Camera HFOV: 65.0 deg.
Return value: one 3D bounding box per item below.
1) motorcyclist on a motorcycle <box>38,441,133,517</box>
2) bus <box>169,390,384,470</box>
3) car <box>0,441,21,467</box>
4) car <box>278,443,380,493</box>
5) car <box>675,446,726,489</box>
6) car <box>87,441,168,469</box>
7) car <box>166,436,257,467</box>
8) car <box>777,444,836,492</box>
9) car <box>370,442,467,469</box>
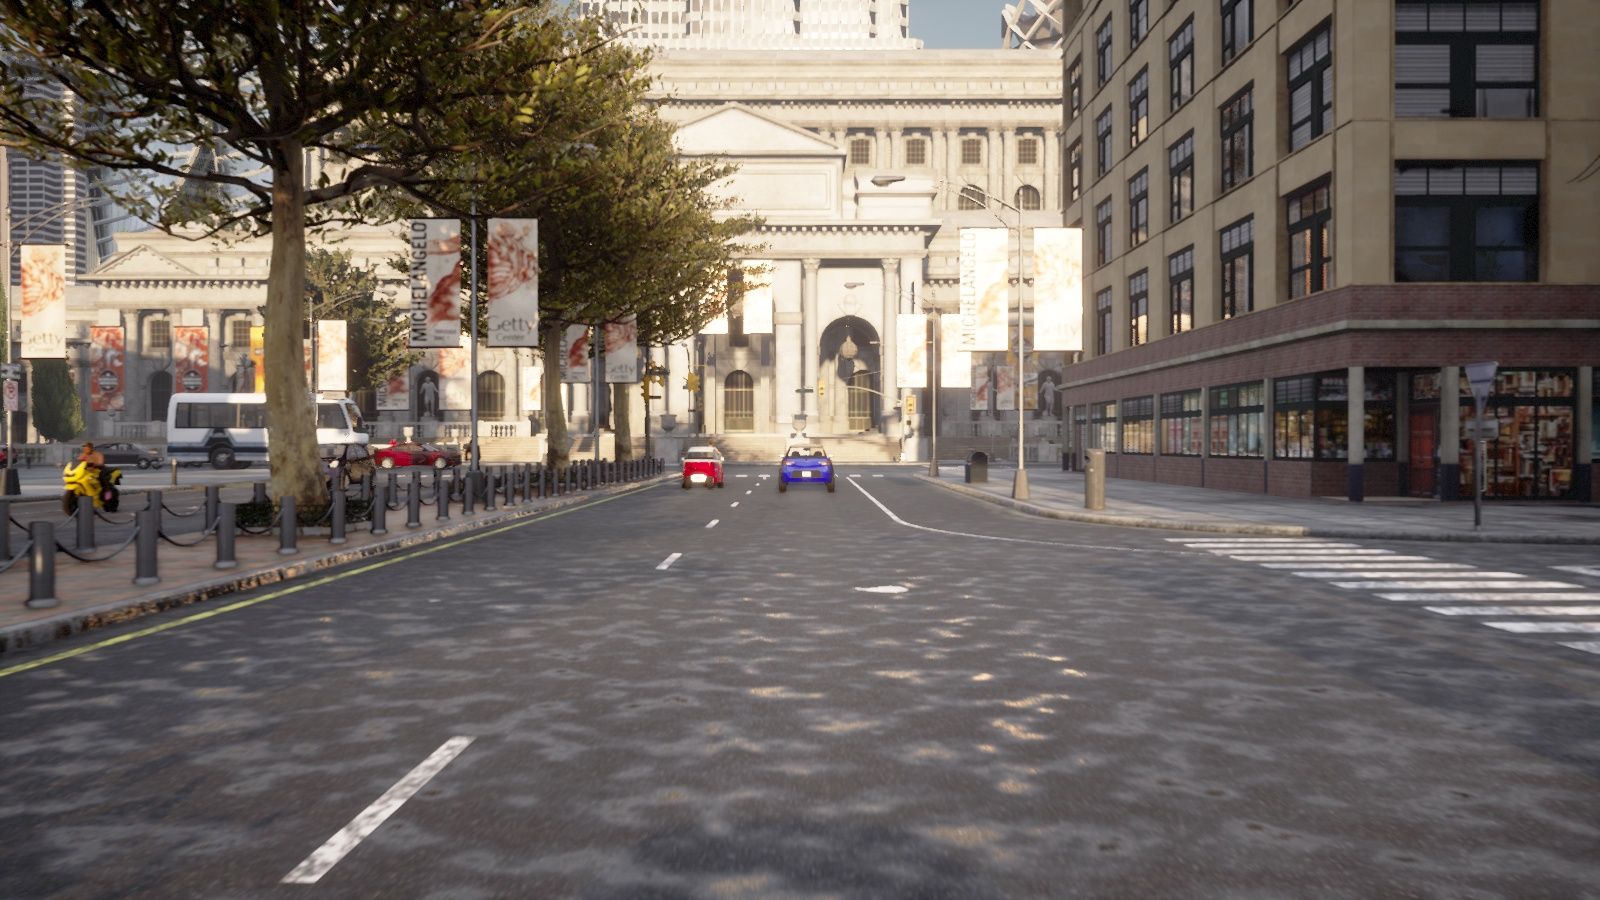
[{"bbox_3d":[-14.854,0.569,26.166,0.797,1.523,2.044,0,0,0],"label":"motorcyclist on a motorcycle"},{"bbox_3d":[-28.674,-1.043,69.280,10.273,4.253,3.944,0,0,-6],"label":"bus"},{"bbox_3d":[-50.033,0.225,75.977,4.514,1.525,2.007,0,0,0],"label":"car"},{"bbox_3d":[-14.788,0.525,39.635,1.845,1.501,3.633,0,0,0],"label":"car"},{"bbox_3d":[-3.278,0.565,41.654,1.481,1.376,2.207,0,0,0],"label":"car"},{"bbox_3d":[-38.744,0.285,72.426,3.705,1.549,1.789,0,0,0],"label":"car"},{"bbox_3d":[-35.558,0.107,75.903,4.605,1.855,1.932,0,0,1],"label":"car"},{"bbox_3d":[0.217,0.532,40.515,1.816,1.474,4.193,0,0,0],"label":"car"},{"bbox_3d":[-21.928,0.300,72.295,5.008,1.535,1.882,0,0,2],"label":"car"}]
